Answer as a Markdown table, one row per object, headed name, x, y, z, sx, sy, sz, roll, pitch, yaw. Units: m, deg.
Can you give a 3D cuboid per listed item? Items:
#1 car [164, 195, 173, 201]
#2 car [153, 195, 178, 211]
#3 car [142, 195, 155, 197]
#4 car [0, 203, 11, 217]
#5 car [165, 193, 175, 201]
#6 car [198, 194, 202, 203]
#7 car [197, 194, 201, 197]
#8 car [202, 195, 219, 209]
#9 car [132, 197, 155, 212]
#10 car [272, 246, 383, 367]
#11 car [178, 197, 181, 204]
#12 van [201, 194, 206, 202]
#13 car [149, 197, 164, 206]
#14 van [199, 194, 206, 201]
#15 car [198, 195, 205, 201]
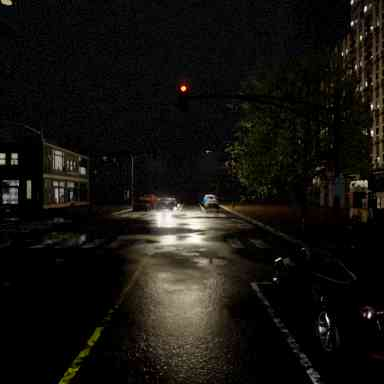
| name | x | y | z | sx | sy | sz | roll | pitch | yaw |
| --- | --- | --- | --- | --- | --- | --- | --- | --- | --- |
| car | -5.793 | 1.559 | 82.670 | 2.008 | 1.369 | 4.403 | 0 | 0 | 0 |
| car | -3.144 | 1.494 | 40.040 | 2.128 | 1.511 | 4.902 | 0 | 0 | 0 |
| car | -5.741 | 1.318 | 43.813 | 2.192 | 1.841 | 5.009 | 0 | 0 | 0 |
| car | -17.303 | 1.371 | 27.250 | 4.507 | 1.381 | 1.887 | 1 | -1 | -1 |
| car | -5.799 | 1.324 | 88.221 | 2.192 | 1.841 | 5.009 | 0 | 0 | 0 |
| car | 2.616 | 1.556 | 60.479 | 2.008 | 1.369 | 4.403 | 0 | 0 | 0 |
| car | 2.602 | 1.572 | 71.581 | 1.947 | 1.339 | 4.313 | 0 | 0 | 0 |
| car | 2.637 | 1.528 | 43.996 | 1.752 | 1.417 | 4.829 | 0 | 0 | 0 |
| car | -5.735 | 1.585 | 38.262 | 1.802 | 1.307 | 4.206 | 0 | 0 | 0 |
| car | 2.687 | 1.566 | 5.797 | 1.947 | 1.339 | 4.313 | 0 | 0 | 0 |
| car | -3.163 | 1.568 | 50.077 | 1.994 | 1.385 | 4.181 | 0 | 0 | -1 |
| van | 2.632 | 1.345 | 49.378 | 1.690 | 1.788 | 3.998 | 0 | 0 | 0 |
| car | -5.757 | 1.555 | 54.915 | 2.008 | 1.369 | 4.403 | 0 | 0 | 0 |
| van | 2.590 | 1.349 | 82.683 | 1.690 | 1.788 | 3.998 | 0 | 0 | 0 |
| car | 2.581 | 1.534 | 88.404 | 1.752 | 1.417 | 4.829 | 0 | 0 | 0 |
